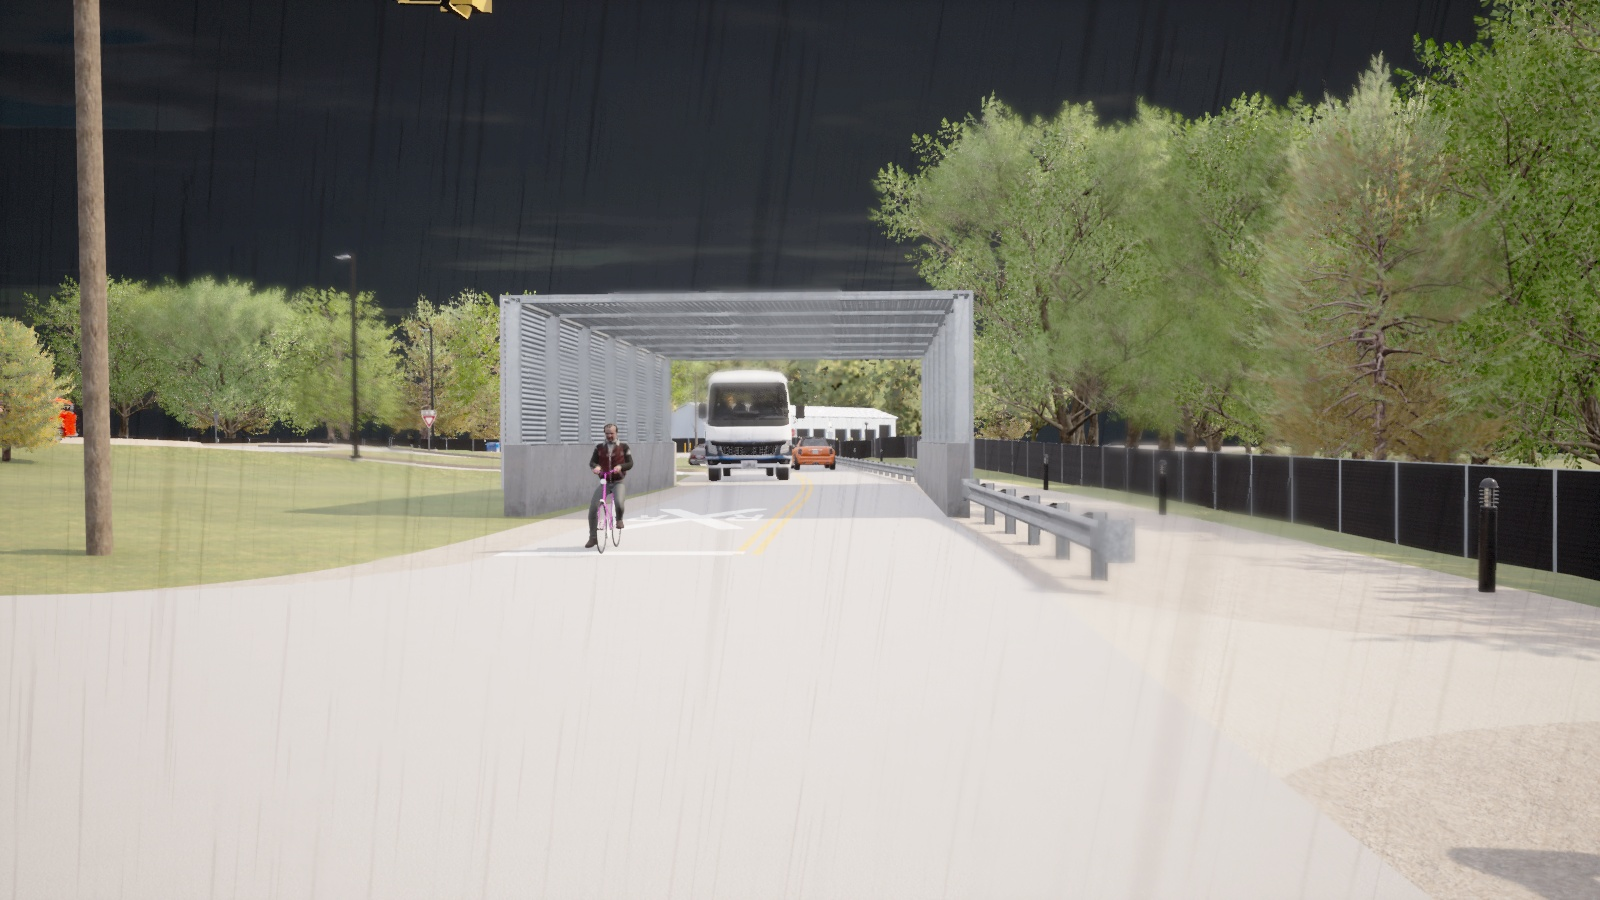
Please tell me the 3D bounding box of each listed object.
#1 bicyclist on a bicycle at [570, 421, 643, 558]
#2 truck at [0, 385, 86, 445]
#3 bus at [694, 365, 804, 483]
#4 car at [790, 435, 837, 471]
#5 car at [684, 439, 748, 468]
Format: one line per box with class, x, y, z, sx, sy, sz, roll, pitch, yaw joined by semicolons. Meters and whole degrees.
bicyclist on a bicycle;-2.633;0.512;17.259;0.659;1.776;1.843;0;0;2
truck;-35.195;-1.597;55.866;2.627;2.467;5.204;3;0;34
bus;-2.064;-0.972;50.427;3.944;4.253;10.273;0;0;-2
car;0.641;0.121;65.269;2.097;1.767;4.553;0;1;-4
car;-4.689;0.172;70.414;1.789;1.549;3.705;0;0;30
